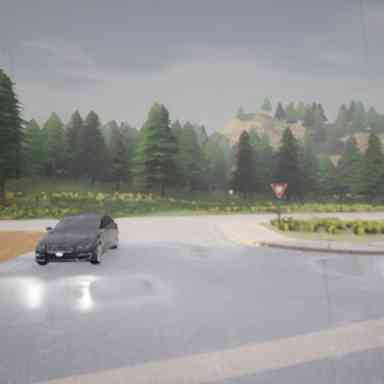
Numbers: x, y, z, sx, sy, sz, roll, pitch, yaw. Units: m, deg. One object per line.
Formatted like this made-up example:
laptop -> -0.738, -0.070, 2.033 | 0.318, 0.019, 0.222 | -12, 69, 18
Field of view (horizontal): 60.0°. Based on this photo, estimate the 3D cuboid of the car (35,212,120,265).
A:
car -> -3.823, 1.520, 11.833 | 1.837, 1.490, 4.892 | 0, 0, -2
